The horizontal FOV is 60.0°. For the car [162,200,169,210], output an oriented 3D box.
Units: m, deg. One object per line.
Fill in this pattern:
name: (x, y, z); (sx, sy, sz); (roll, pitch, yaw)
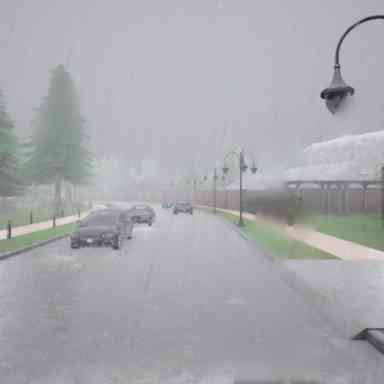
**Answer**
car: (-2.987, 1.722, 46.046); (1.895, 1.301, 4.718); (0, 0, -12)

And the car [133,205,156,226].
car: (-3.738, 1.627, 23.862); (1.994, 1.385, 4.181); (0, 0, -1)

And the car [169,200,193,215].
car: (-1.026, 1.584, 35.075); (2.128, 1.511, 4.902); (0, 0, -6)

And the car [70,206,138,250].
car: (-3.760, 1.545, 14.530); (1.837, 1.490, 4.892); (0, -1, -1)
